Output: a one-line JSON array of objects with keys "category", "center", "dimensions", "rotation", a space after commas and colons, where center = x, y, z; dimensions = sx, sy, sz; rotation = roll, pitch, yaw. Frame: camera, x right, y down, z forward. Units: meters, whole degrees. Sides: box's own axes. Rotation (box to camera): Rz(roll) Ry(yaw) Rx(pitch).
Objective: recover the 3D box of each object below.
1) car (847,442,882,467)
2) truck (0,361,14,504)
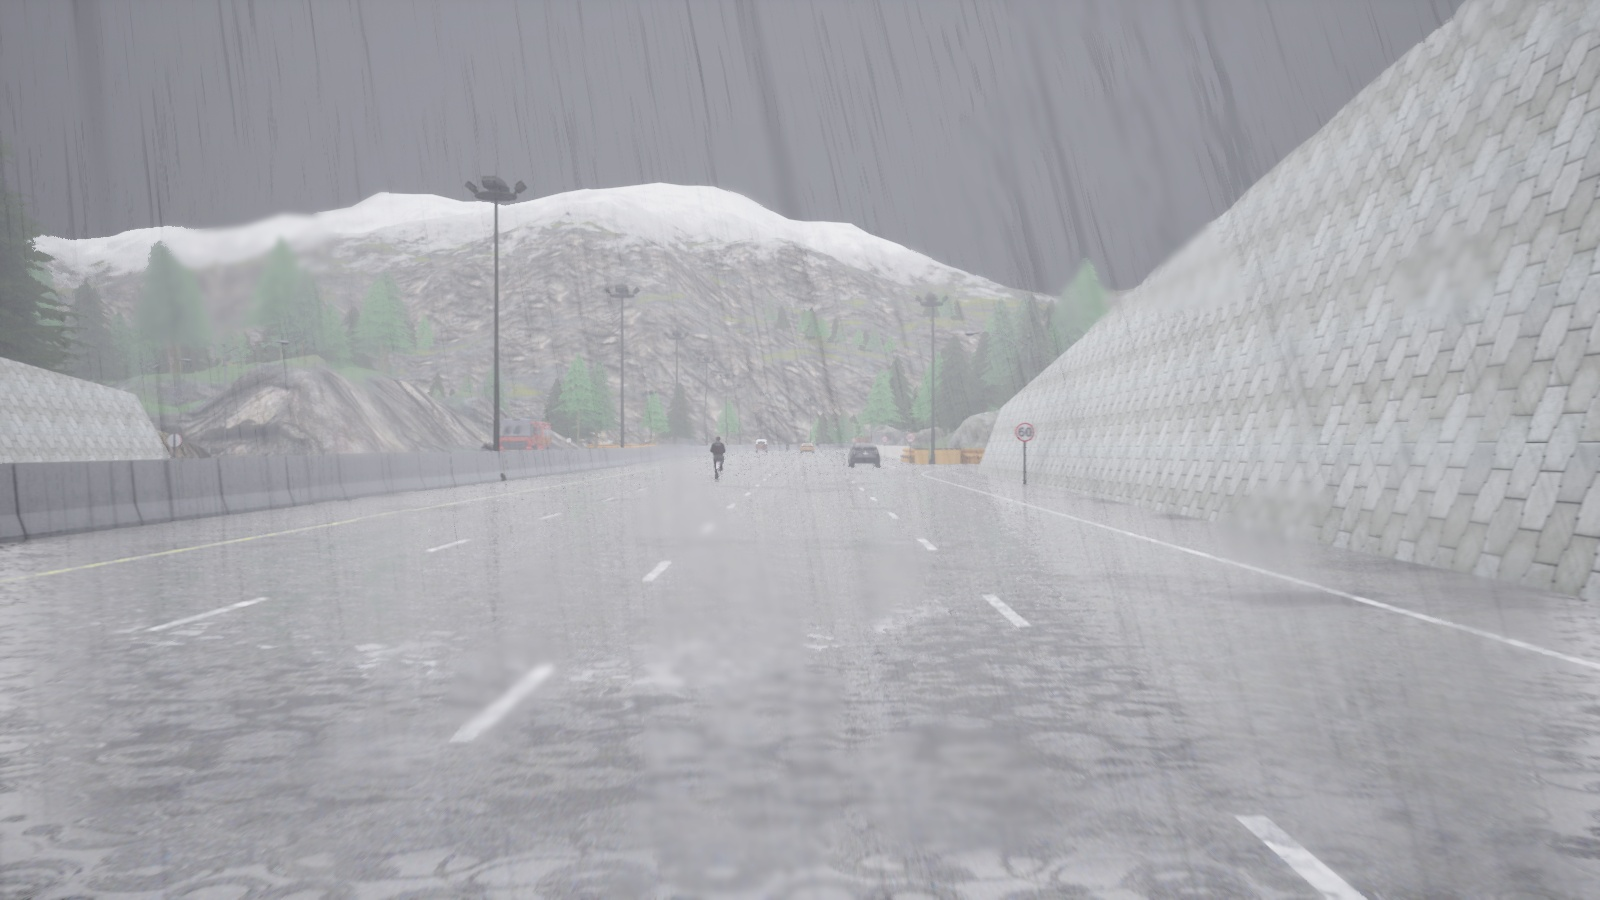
[{"category": "car", "center": [3.958, 0.258, 77.703], "dimensions": [2.007, 1.525, 4.514], "rotation": [0, 0, 0]}, {"category": "truck", "center": [-20.831, -0.404, 26.953], "dimensions": [2.891, 3.462, 7.936], "rotation": [0, 0, 0]}]
